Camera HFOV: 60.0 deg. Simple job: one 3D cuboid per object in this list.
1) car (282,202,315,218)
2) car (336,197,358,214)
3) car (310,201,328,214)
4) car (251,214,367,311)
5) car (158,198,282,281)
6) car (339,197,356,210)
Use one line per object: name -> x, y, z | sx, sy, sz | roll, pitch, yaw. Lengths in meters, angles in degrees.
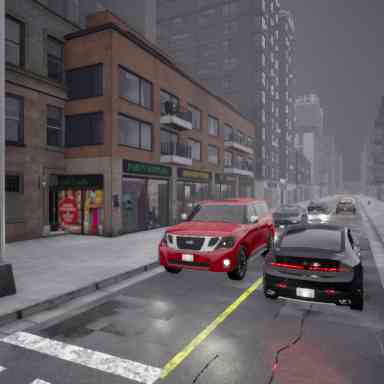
car -> 6.197, 1.562, 20.976 | 2.033, 1.411, 5.357 | 0, 0, 26
car -> 16.173, 1.488, 34.852 | 2.128, 1.511, 4.902 | 0, 0, 27
car -> 13.568, 1.609, 36.007 | 1.895, 1.301, 4.718 | 0, 0, 26
car -> 3.034, 1.507, 7.974 | 1.837, 1.490, 4.892 | 0, 0, 26
car -> 1.102, 1.236, 10.521 | 2.150, 2.045, 5.566 | 0, 0, 26
car -> 20.699, 1.468, 44.248 | 1.882, 1.535, 5.008 | 0, 0, 26
